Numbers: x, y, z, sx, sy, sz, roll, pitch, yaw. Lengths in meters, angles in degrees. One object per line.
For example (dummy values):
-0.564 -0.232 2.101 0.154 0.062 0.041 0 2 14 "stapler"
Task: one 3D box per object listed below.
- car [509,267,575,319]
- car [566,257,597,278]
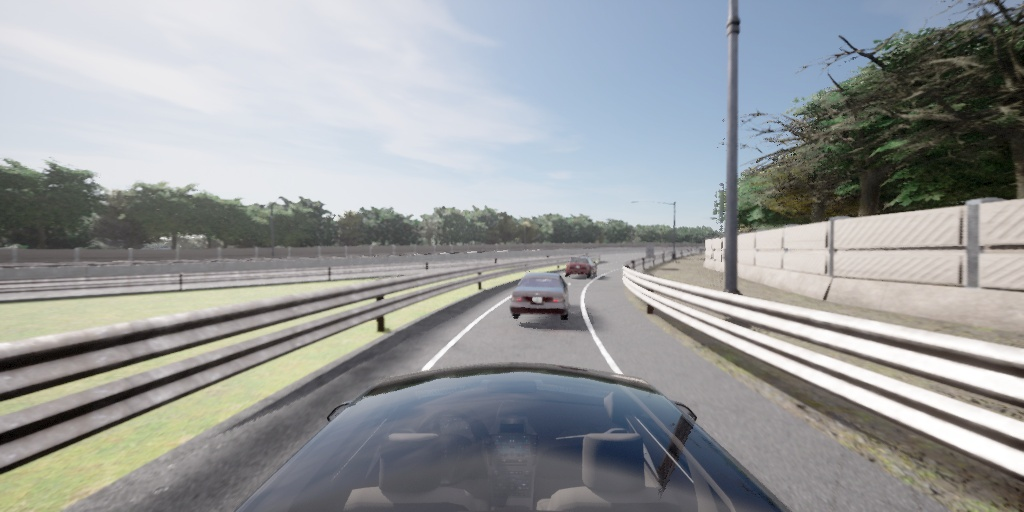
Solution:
1.106 1.296 12.917 2.033 1.411 5.357 0 0 9 "car"
6.078 0.854 31.043 2.097 1.767 4.553 1 1 21 "car"
